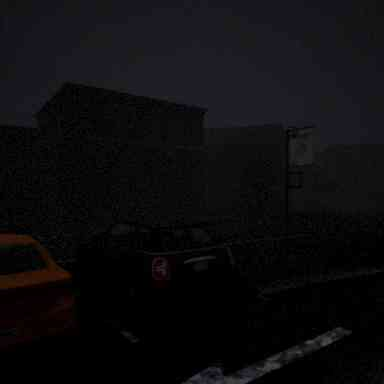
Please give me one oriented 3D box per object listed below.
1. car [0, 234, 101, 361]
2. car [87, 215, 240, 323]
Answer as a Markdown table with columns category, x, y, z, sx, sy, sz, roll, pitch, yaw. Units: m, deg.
| category | x | y | z | sx | sy | sz | roll | pitch | yaw |
| --- | --- | --- | --- | --- | --- | --- | --- | --- | --- |
| car | -3.550 | 1.479 | 5.845 | 2.097 | 1.535 | 5.008 | -1 | 0 | -36 |
| car | -1.065 | 1.331 | 7.587 | 2.185 | 1.767 | 4.553 | -1 | 0 | -36 |
